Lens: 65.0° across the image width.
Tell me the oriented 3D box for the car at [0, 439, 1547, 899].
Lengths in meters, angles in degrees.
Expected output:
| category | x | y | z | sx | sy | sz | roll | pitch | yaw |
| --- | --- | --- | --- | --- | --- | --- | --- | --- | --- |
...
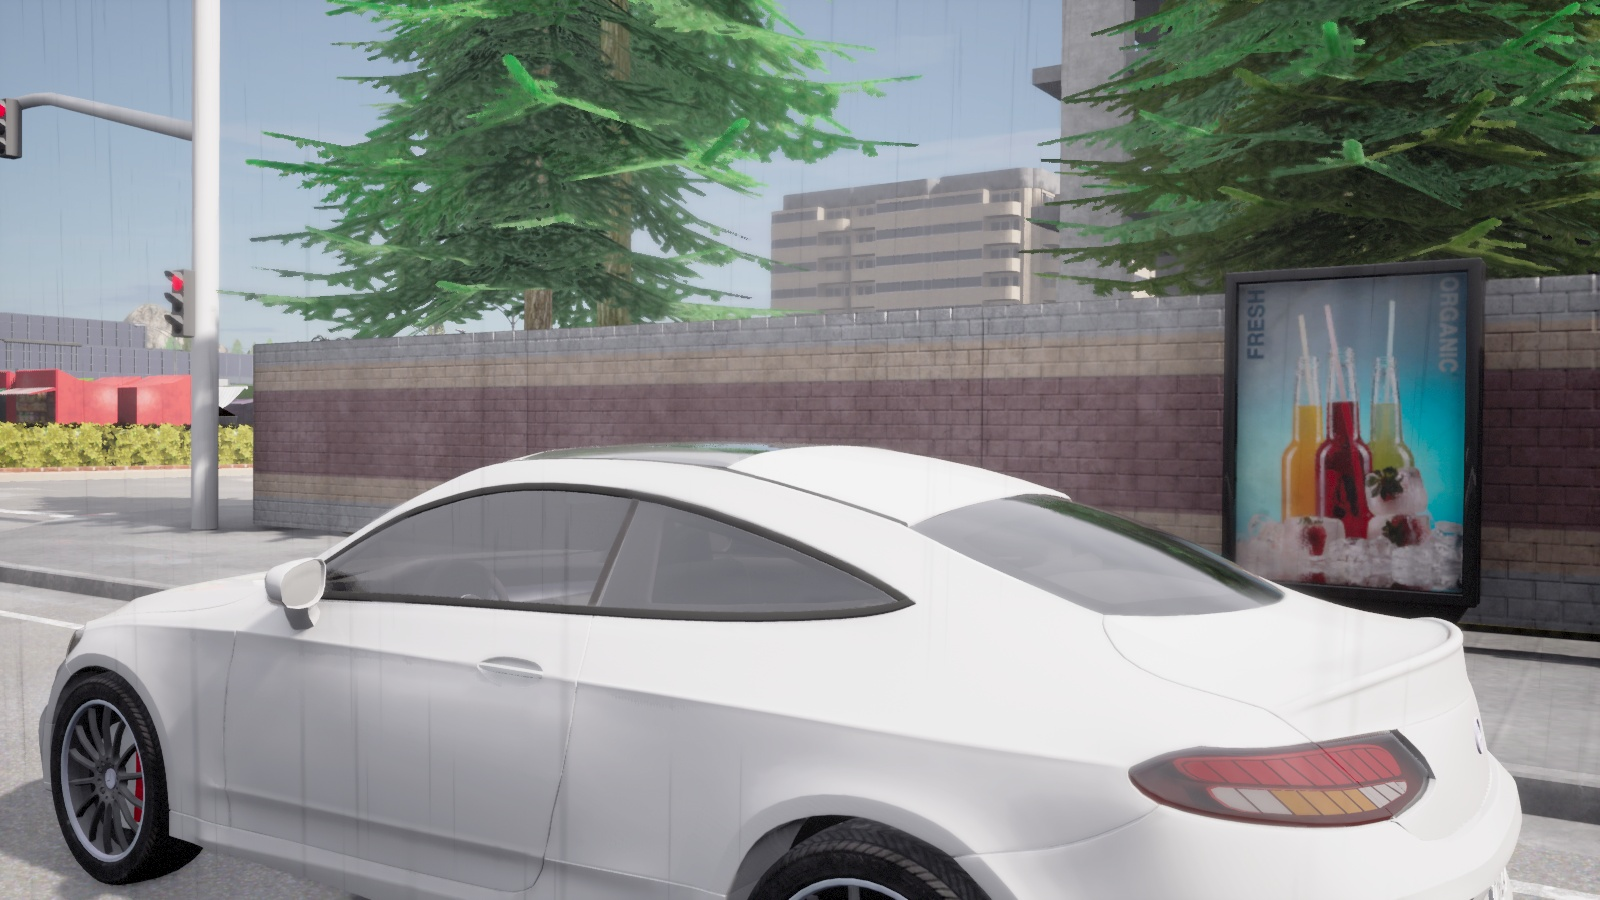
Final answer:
| category | x | y | z | sx | sy | sz | roll | pitch | yaw |
| --- | --- | --- | --- | --- | --- | --- | --- | --- | --- |
| car | -0.437 | 0.708 | 3.913 | 4.674 | 1.442 | 1.812 | 0 | 1 | 33 |
